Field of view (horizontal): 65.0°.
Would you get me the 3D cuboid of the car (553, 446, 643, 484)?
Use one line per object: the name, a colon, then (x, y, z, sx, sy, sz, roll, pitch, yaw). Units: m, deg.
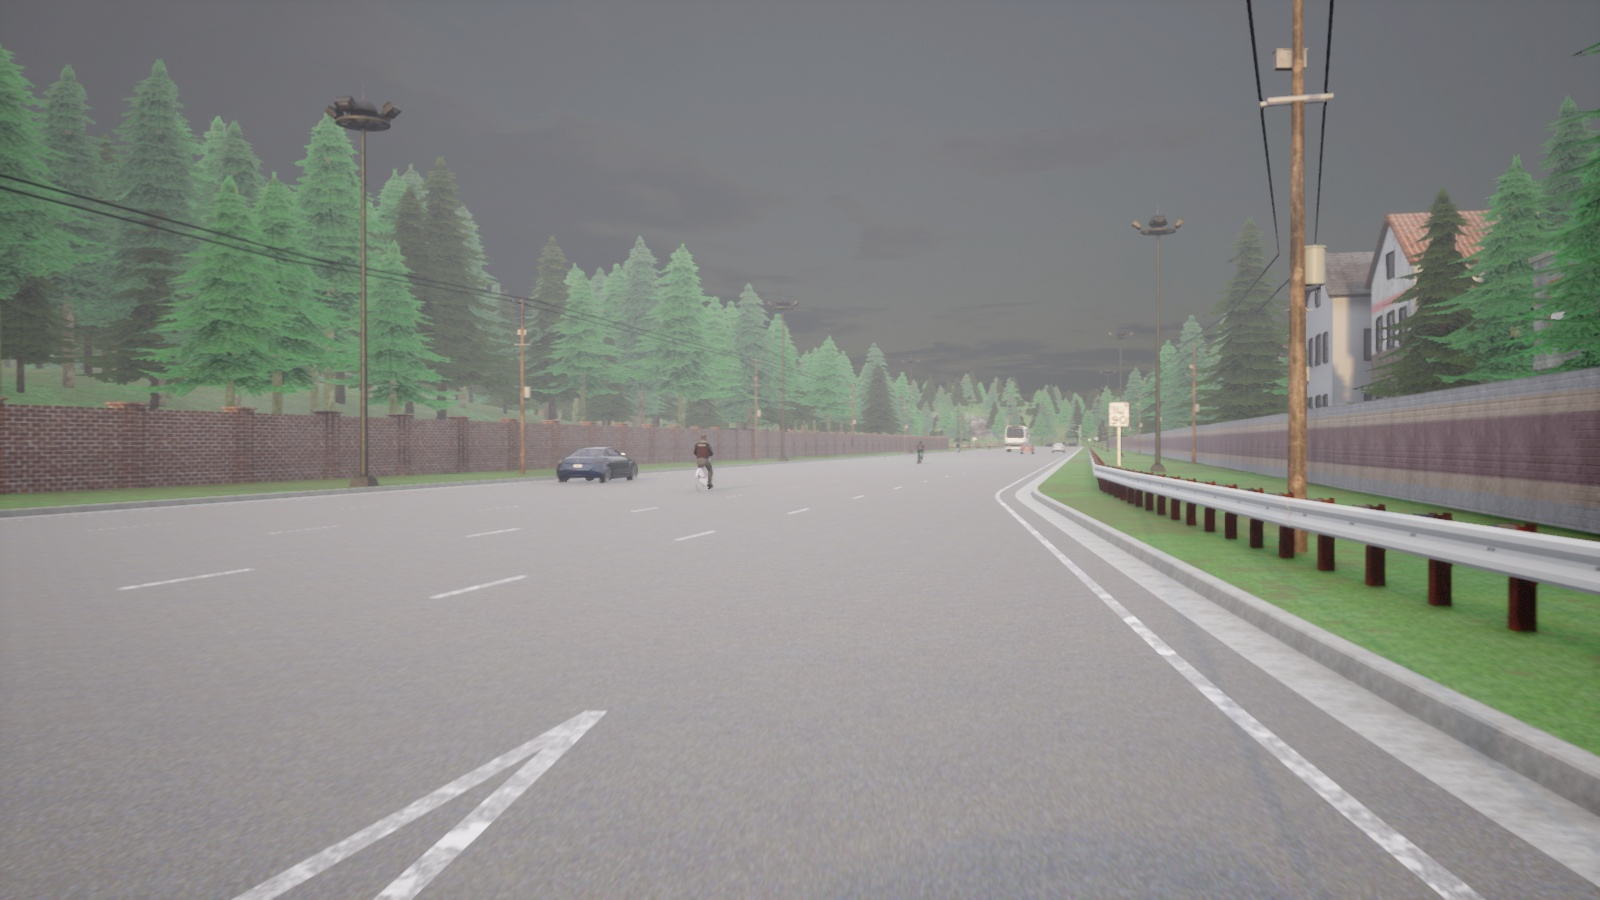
car: (-7.748, 0.530, 48.500, 1.994, 1.385, 4.181, 0, 0, 13)

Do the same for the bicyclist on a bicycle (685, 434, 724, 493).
bicyclist on a bicycle: (-2.896, 0.398, 38.347, 0.659, 1.776, 1.843, 0, 1, 13)
